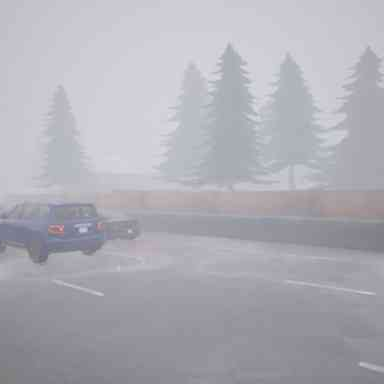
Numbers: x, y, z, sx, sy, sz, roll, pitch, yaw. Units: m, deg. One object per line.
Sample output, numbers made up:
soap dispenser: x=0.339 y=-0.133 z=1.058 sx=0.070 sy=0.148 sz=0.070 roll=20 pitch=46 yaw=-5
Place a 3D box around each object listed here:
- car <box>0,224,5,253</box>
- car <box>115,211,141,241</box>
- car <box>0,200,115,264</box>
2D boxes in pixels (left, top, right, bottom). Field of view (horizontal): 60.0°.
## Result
car: x=-7.764 y=1.668 z=9.847 sx=5.357 sy=1.411 sz=2.033 roll=-1 pitch=0 yaw=40
car: x=-4.627 y=1.610 z=16.412 sx=5.008 sy=1.535 sz=1.882 roll=0 pitch=0 yaw=41
car: x=-5.595 y=1.343 z=12.595 sx=5.566 sy=2.045 sz=2.150 roll=0 pitch=0 yaw=40
